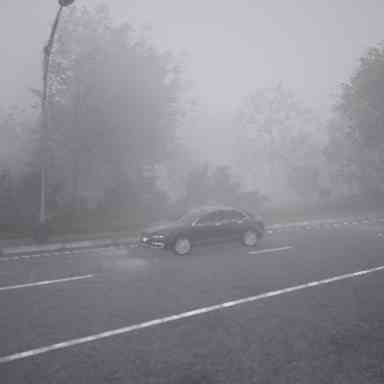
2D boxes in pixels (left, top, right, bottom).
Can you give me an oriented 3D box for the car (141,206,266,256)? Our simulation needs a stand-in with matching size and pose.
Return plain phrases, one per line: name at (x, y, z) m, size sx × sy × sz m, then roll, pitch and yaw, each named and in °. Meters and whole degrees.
car at (0.513, 1.322, 12.359) m, size 4.892 × 1.490 × 1.837 m, roll -1°, pitch 1°, yaw -30°
